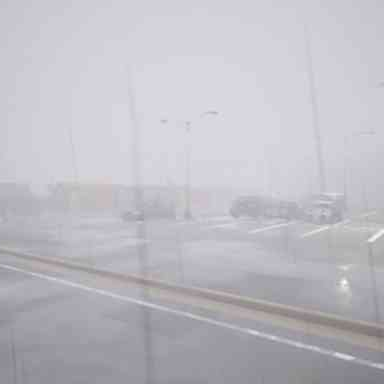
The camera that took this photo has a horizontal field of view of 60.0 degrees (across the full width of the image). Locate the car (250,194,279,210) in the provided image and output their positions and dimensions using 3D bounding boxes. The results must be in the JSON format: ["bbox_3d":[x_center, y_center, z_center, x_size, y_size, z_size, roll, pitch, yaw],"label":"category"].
[{"bbox_3d":[9.292,1.221,42.609,1.932,1.855,4.605,0,0,36],"label":"car"}]

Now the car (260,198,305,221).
[{"bbox_3d":[7.106,1.426,25.628,1.784,1.438,3.905,0,0,36],"label":"car"}]

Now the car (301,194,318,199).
[{"bbox_3d":[19.595,1.223,56.780,1.905,1.878,3.866,0,0,36],"label":"car"}]

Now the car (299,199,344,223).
[{"bbox_3d":[9.445,1.455,23.922,1.970,1.475,3.806,0,0,36],"label":"car"}]

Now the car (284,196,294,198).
[{"bbox_3d":[17.261,1.465,58.494,1.970,1.475,3.806,0,0,36],"label":"car"}]

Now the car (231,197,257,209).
[{"bbox_3d":[6.989,1.434,44.367,1.784,1.438,3.905,0,0,36],"label":"car"}]

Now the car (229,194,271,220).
[{"bbox_3d":[4.907,1.217,27.168,1.932,1.855,4.605,0,0,36],"label":"car"}]
